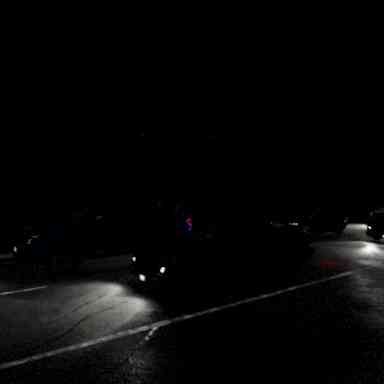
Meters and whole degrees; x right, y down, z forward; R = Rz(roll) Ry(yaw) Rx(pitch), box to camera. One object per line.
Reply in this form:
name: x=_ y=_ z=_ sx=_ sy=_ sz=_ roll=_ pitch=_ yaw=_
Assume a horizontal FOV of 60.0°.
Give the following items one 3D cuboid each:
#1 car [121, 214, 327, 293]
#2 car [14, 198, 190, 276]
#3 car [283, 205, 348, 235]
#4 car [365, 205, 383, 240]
car: x=1.069 y=1.532 z=8.996 sx=5.357 sy=1.411 sz=2.033 roll=0 pitch=0 yaw=-35
car: x=-2.567 y=1.214 z=10.709 sx=5.566 sy=2.045 sz=2.150 roll=0 pitch=0 yaw=-35
car: x=5.929 y=1.439 z=16.802 sx=4.902 sy=1.511 sz=2.128 roll=0 pitch=0 yaw=-36
car: x=10.343 y=1.477 z=15.728 sx=5.357 sy=1.411 sz=2.033 roll=0 pitch=0 yaw=-37
